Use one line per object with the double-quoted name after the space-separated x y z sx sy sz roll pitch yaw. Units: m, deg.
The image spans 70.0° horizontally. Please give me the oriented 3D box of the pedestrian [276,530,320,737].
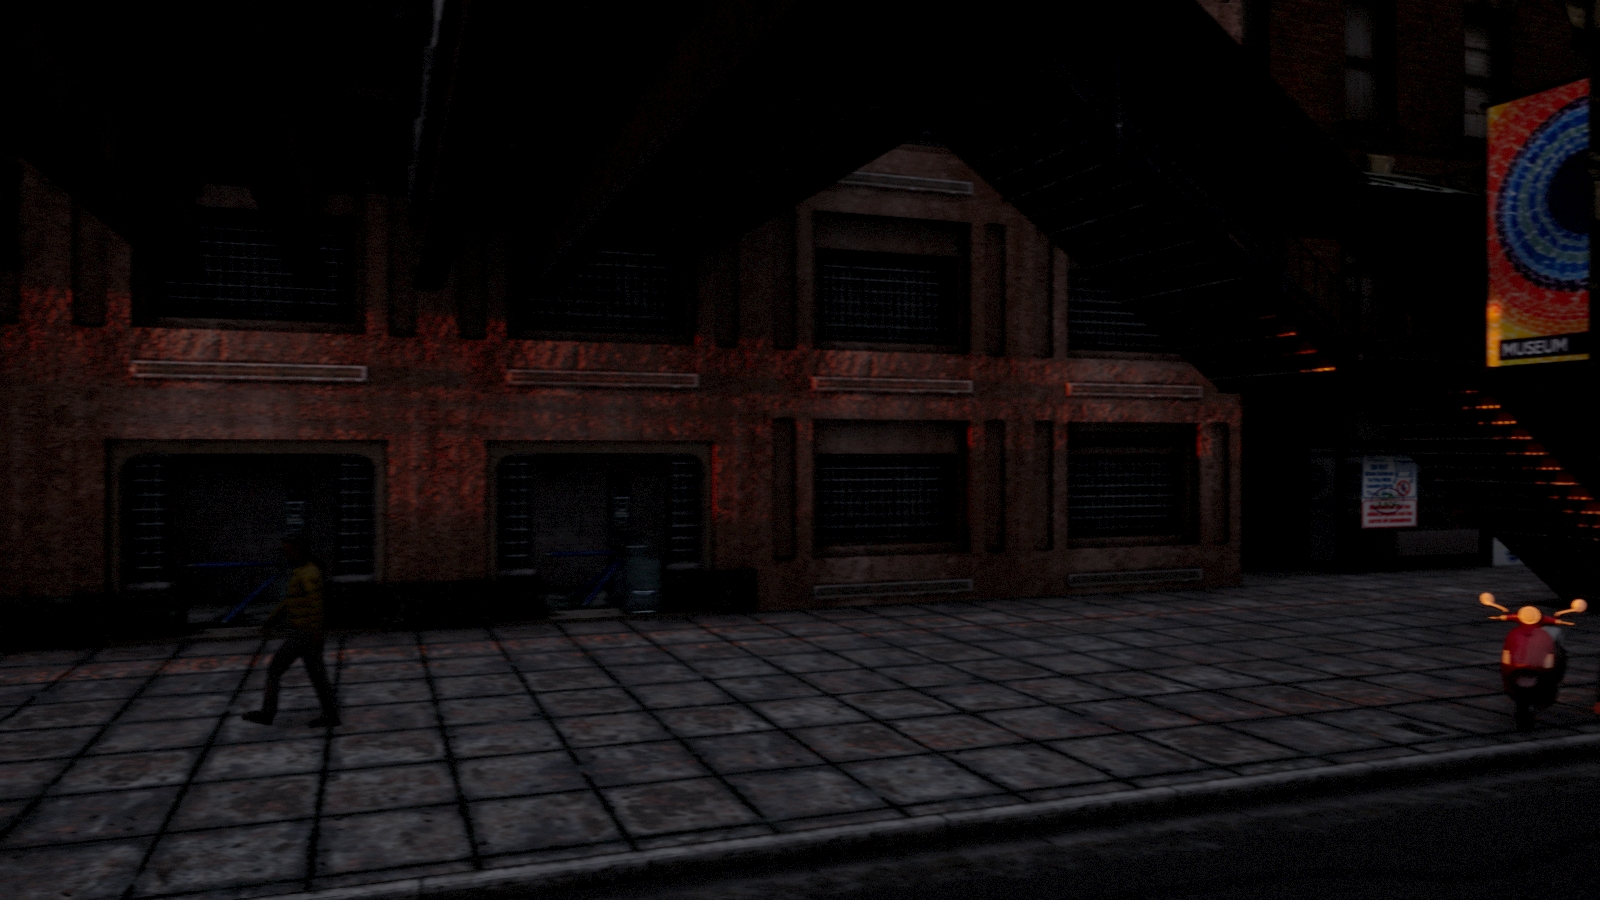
-4.703 1.696 10.702 0.375 1.860 0.375 0 0 -25 "pedestrian"
